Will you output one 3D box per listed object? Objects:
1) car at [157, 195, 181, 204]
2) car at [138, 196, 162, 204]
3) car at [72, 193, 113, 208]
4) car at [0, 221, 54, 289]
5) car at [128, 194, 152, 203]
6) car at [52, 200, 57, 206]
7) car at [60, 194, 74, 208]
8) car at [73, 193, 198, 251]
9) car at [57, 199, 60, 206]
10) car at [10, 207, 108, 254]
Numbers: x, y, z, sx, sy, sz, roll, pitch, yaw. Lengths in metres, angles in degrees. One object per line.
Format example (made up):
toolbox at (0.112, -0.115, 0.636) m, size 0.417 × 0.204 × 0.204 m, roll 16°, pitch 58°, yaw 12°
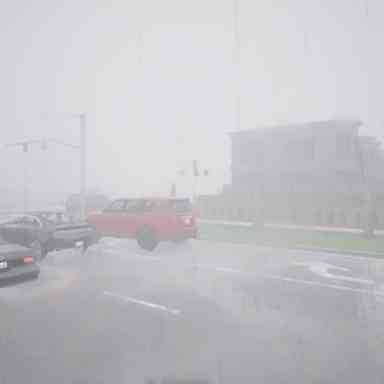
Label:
car at (-4.314, 1.452, 63.421) m, size 1.882 × 1.535 × 5.008 m, roll 0°, pitch 0°, yaw 37°
car at (-8.049, 1.475, 64.237) m, size 1.837 × 1.490 × 4.892 m, roll 0°, pitch 0°, yaw 37°
car at (-14.674, 1.191, 49.315) m, size 2.150 × 2.045 × 5.566 m, roll 0°, pitch 0°, yaw 36°
car at (-5.922, 1.541, 8.214) m, size 5.357 × 1.411 × 2.033 m, roll 0°, pitch 0°, yaw 36°
car at (-10.399, 1.323, 66.908) m, size 2.097 × 1.767 × 4.553 m, roll 0°, pitch 0°, yaw 36°
car at (-20.191, 1.493, 53.615) m, size 1.812 × 1.442 × 4.674 m, roll 0°, pitch 0°, yaw 38°
car at (-9.210, 1.203, 31.725) m, size 2.150 × 2.045 × 5.566 m, roll 0°, pitch 0°, yaw 39°
car at (-2.367, 1.215, 14.268) m, size 5.566 × 2.045 × 2.150 m, roll 0°, pitch 0°, yaw 36°
car at (-17.840, 1.533, 50.912) m, size 1.994 × 1.385 × 4.181 m, roll 0°, pitch 0°, yaw 36°
car at (-5.675, 1.484, 12.341) m, size 4.902 × 1.511 × 2.128 m, roll 0°, pitch 0°, yaw 36°
